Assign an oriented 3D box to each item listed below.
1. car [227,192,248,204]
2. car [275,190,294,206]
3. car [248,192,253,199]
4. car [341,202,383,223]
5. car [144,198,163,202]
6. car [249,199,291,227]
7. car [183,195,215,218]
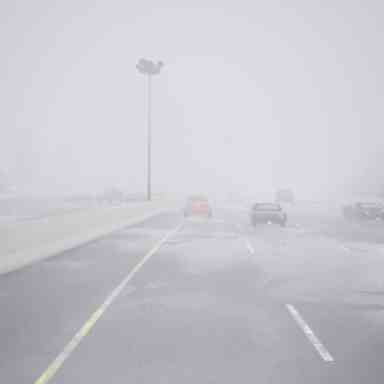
[{"bbox_3d":[6.464,0.721,48.701,2.097,1.767,4.553,1,1,16],"label":"car"},{"bbox_3d":[12.034,0.698,43.136,2.150,2.045,5.566,0,1,15],"label":"car"},{"bbox_3d":[9.878,0.754,60.391,1.812,1.442,4.674,1,1,20],"label":"car"},{"bbox_3d":[11.858,1.353,22.834,1.895,1.301,4.718,0,1,8],"label":"car"},{"bbox_3d":[-5.068,0.816,46.168,1.882,1.535,5.008,0,1,14],"label":"car"},{"bbox_3d":[4.554,1.344,20.495,1.895,1.301,4.718,0,1,7],"label":"car"},{"bbox_3d":[0.645,0.993,26.372,2.097,1.767,4.553,0,1,8],"label":"car"}]
